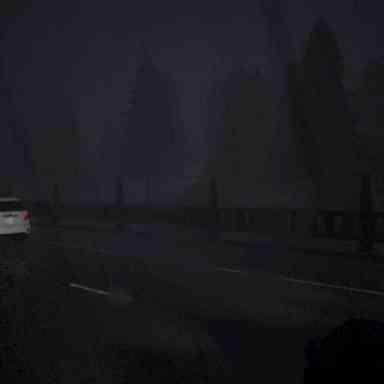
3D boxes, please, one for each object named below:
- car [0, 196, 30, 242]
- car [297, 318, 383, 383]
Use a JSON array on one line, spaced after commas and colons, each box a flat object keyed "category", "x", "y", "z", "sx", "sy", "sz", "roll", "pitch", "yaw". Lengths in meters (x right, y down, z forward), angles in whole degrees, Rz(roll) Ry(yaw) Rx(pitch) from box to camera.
[{"category": "car", "x": -9.590, "y": 1.223, "z": 15.053, "sx": 5.566, "sy": 2.045, "sz": 2.150, "roll": 0, "pitch": 0, "yaw": 35}, {"category": "car", "x": 2.995, "y": 1.598, "z": 1.790, "sx": 4.718, "sy": 1.301, "sz": 1.895, "roll": 0, "pitch": 0, "yaw": 36}]
